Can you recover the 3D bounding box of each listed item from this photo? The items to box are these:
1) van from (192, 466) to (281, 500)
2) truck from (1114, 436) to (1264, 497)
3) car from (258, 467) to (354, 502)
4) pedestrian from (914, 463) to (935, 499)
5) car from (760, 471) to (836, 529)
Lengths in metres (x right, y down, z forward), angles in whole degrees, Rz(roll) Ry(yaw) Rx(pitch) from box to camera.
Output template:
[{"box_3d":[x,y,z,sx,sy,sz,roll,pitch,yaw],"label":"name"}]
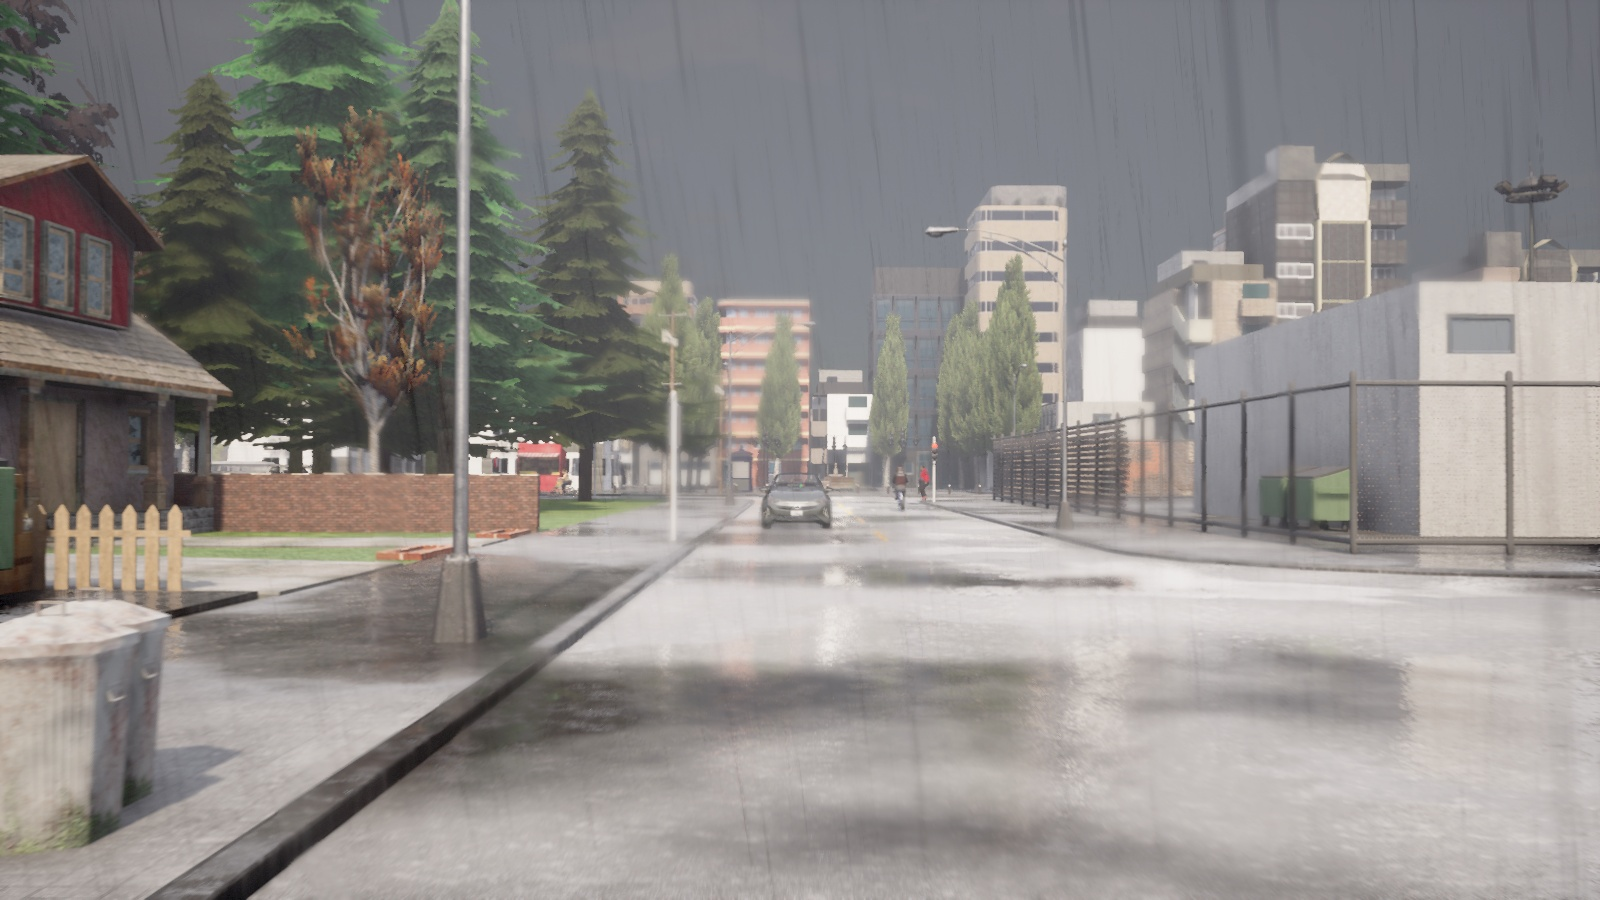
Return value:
[{"box_3d":[-33.208,1.940,74.074,4.442,1.987,1.775,0,-1,0],"label":"van"},{"box_3d":[22.890,0.984,74.239,7.936,3.462,2.891,0,-1,0],"label":"truck"},{"box_3d":[-27.551,1.915,70.080,4.605,1.855,1.932,0,-1,0],"label":"car"},{"box_3d":[6.345,1.577,64.256,0.899,1.844,0.634,0,-1,-14],"label":"pedestrian"},{"box_3d":[-0.082,1.353,35.299,2.007,1.525,4.514,0,-1,-1],"label":"car"}]
